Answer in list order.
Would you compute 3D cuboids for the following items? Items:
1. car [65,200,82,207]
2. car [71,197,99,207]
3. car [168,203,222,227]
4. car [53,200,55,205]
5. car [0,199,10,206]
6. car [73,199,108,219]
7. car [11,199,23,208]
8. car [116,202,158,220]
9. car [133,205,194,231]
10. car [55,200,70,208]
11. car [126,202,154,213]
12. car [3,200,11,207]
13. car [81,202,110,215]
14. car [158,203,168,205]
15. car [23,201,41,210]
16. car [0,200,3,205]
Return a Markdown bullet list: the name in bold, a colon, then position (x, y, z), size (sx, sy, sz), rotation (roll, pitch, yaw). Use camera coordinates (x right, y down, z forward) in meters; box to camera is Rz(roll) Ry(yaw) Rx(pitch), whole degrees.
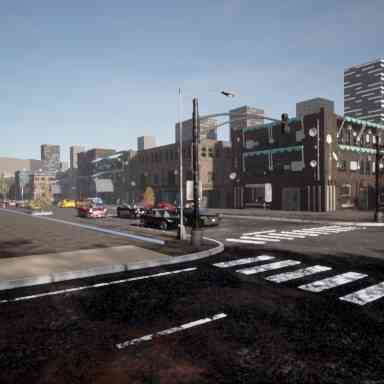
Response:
- **car**: position (-23.443, 2.227, 65.757), size (1.887, 1.381, 4.507), rotation (-1, 0, -37)
- **car**: position (-16.952, 1.909, 52.770), size (2.097, 1.767, 4.553), rotation (-1, 0, -37)
- **car**: position (0.263, 1.783, 24.397), size (1.994, 1.385, 4.181), rotation (-1, 0, -38)
- **car**: position (-30.075, 2.363, 74.622), size (1.947, 1.339, 4.313), rotation (-1, 0, -37)
- **car**: position (-46.731, 2.597, 82.895), size (1.887, 1.381, 4.507), rotation (-1, 0, -37)
- **car**: position (-10.260, 1.846, 34.143), size (1.967, 1.590, 4.097), rotation (-2, 0, -37)
- **car**: position (-33.469, 2.375, 65.168), size (2.008, 1.369, 4.403), rotation (-1, 0, -37)
- **car**: position (-5.721, 1.825, 32.421), size (2.128, 1.511, 4.902), rotation (-1, 0, -37)
- **car**: position (-2.042, 1.815, 22.959), size (1.947, 1.339, 4.313), rotation (-2, 0, -37)
- **car**: position (-22.966, 2.141, 60.810), size (1.882, 1.535, 5.008), rotation (-1, 0, -37)
- **car**: position (-6.863, 1.966, 43.597), size (1.802, 1.307, 4.206), rotation (-2, 0, -37)
- **car**: position (-40.102, 2.379, 74.031), size (1.967, 1.590, 4.097), rotation (-1, 0, -37)
- **car**: position (-11.847, 1.974, 40.624), size (1.812, 1.442, 4.674), rotation (-1, 0, -36)
- **car**: position (-3.548, 1.904, 39.165), size (1.802, 1.307, 4.206), rotation (-2, 0, -37)
- **car**: position (-26.735, 2.232, 56.167), size (1.752, 1.417, 4.829), rotation (-1, 0, -37)
- **car**: position (-43.416, 2.547, 78.464), size (2.008, 1.369, 4.403), rotation (-1, 0, -37)
